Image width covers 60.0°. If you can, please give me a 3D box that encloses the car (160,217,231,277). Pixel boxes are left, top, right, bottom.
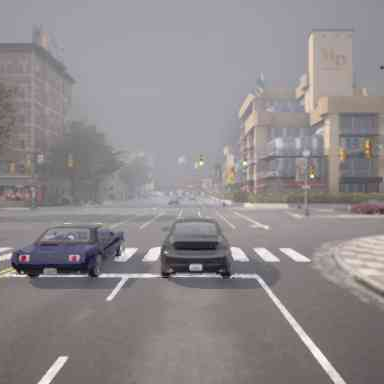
[{"bbox_3d":[0.100,1.532,10.294,1.837,1.490,4.892,0,0,0],"label":"car"}]

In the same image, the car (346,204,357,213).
[{"bbox_3d":[19.864,1.621,37.355,4.674,1.442,1.812,0,0,0],"label":"car"}]

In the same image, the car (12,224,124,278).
[{"bbox_3d":[-3.399,1.628,10.223,1.895,1.301,4.718,0,0,0],"label":"car"}]

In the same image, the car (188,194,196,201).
[{"bbox_3d":[0.049,1.578,89.136,2.097,1.767,4.553,0,0,0],"label":"car"}]

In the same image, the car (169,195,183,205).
[{"bbox_3d":[-3.362,1.712,63.643,2.033,1.411,5.357,0,0,0],"label":"car"}]

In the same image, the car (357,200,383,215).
[{"bbox_3d":[19.861,1.687,33.856,4.718,1.301,1.895,0,0,0],"label":"car"}]
